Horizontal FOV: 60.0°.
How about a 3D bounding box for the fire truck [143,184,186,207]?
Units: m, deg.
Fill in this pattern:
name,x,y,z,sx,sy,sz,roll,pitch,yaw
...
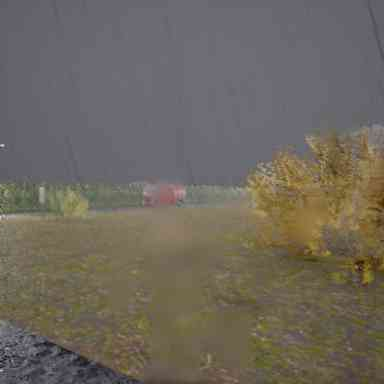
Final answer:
name,x,y,z,sx,sy,sz,roll,pitch,yaw
fire truck,-4.580,0.562,56.610,2.891,3.827,8.468,-1,0,35
